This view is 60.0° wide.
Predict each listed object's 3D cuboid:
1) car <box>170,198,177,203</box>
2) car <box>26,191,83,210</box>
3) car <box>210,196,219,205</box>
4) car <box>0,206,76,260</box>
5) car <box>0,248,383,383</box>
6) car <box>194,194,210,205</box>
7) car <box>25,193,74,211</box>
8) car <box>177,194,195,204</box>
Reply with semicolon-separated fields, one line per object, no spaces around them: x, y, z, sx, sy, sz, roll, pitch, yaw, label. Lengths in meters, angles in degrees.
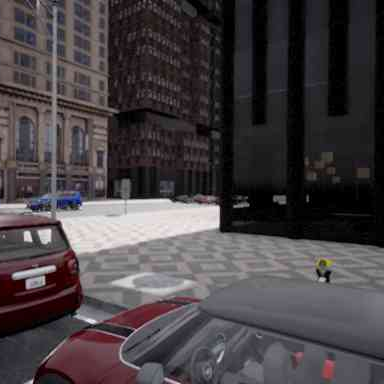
-1.692;1.207;56.822;1.895;1.301;4.718;1;1;36;car
-13.923;0.934;34.085;2.150;2.045;5.566;1;1;35;car
5.225;1.226;49.585;1.837;1.490;4.892;1;1;36;car
-4.027;1.268;5.810;5.009;1.841;2.192;0;1;35;car
0.542;1.433;2.570;4.097;1.590;1.967;0;1;35;car
2.811;1.248;51.805;1.994;1.385;4.181;1;1;37;car
-15.794;1.025;37.061;2.097;1.767;4.553;1;1;35;car
0.258;1.152;53.972;1.837;1.490;4.892;1;0;36;car
